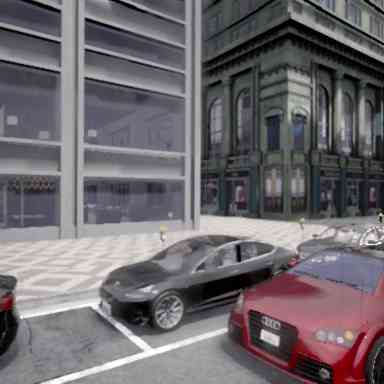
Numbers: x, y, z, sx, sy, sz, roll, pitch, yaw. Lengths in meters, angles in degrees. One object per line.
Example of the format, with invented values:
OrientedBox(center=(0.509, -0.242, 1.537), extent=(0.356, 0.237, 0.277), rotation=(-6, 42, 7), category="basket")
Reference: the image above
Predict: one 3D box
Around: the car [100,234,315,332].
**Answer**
OrientedBox(center=(0.332, 1.605, 6.887), extent=(4.313, 1.339, 1.947), rotation=(1, -1, -35), category="car")

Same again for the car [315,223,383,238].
OrientedBox(center=(4.921, 1.644, 10.159), extent=(4.403, 1.369, 2.008), rotation=(1, -1, -35), category="car")

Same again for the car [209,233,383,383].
OrientedBox(center=(2.573, 1.611, 5.211), extent=(4.181, 1.385, 1.994), rotation=(1, 0, -35), category="car")

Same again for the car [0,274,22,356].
OrientedBox(center=(-4.258, 1.552, 3.616), extent=(4.313, 1.339, 1.947), rotation=(1, -1, -35), category="car")
